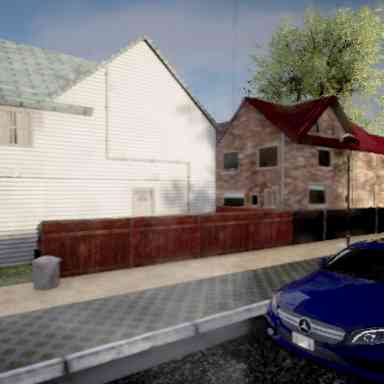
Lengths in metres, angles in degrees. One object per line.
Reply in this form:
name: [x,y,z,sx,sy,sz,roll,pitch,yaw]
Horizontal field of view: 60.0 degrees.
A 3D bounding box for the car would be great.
car: [3.224,1.536,5.350,4.674,1.442,1.812,0,0,-36]
